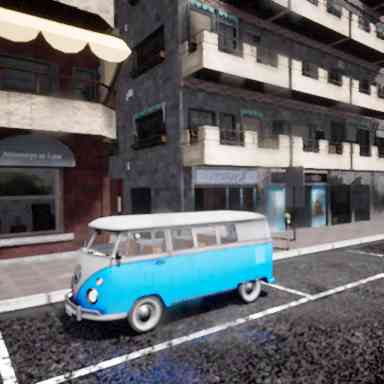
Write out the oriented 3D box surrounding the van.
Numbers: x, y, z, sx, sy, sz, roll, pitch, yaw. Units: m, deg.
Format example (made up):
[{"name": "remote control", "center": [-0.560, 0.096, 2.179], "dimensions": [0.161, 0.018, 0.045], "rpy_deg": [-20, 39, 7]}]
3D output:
[{"name": "van", "center": [-0.216, 1.302, 6.409], "dimensions": [3.998, 1.788, 1.690], "rpy_deg": [-1, 0, -35]}]
